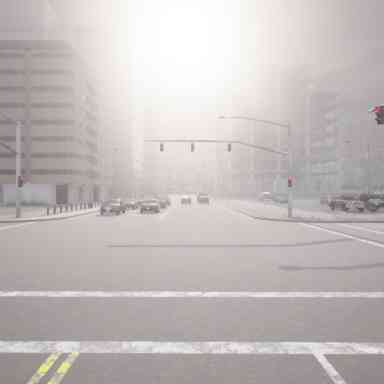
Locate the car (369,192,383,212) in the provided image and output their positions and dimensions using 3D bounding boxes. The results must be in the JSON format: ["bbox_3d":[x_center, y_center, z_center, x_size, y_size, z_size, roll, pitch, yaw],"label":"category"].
[{"bbox_3d":[19.478,1.156,35.725,1.905,1.878,3.866,0,0,0],"label":"car"}]

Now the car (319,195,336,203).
[{"bbox_3d":[27.801,1.395,68.333,1.970,1.475,3.806,0,0,0],"label":"car"}]

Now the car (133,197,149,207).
[{"bbox_3d":[-8.205,1.564,53.365,1.994,1.385,4.181,0,0,-1],"label":"car"}]

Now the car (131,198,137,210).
[{"bbox_3d":[-8.120,1.526,43.370,1.812,1.442,4.674,0,0,0],"label":"car"}]

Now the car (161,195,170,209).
[{"bbox_3d":[-4.647,1.352,45.988,2.097,1.767,4.553,0,0,-1],"label":"car"}]

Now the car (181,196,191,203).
[{"bbox_3d":[-1.241,1.542,72.660,2.033,1.411,5.357,0,0,0],"label":"car"}]

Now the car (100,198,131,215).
[{"bbox_3d":[-8.053,1.491,34.221,2.128,1.511,4.902,0,0,0],"label":"car"}]

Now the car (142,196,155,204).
[{"bbox_3d":[-8.241,1.477,63.488,1.882,1.535,5.008,0,0,0],"label":"car"}]

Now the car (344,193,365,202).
[{"bbox_3d":[33.379,1.153,68.409,1.932,1.855,4.605,0,0,0],"label":"car"}]

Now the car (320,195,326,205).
[{"bbox_3d":[22.103,1.395,53.205,1.970,1.475,3.806,0,0,0],"label":"car"}]

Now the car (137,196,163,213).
[{"bbox_3d":[-4.575,1.505,36.845,1.837,1.490,4.892,0,0,0],"label":"car"}]

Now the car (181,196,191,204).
[{"bbox_3d":[-1.087,1.491,62.925,2.128,1.511,4.902,0,0,0],"label":"car"}]

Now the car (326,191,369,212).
[{"bbox_3d":[16.583,1.153,35.766,1.932,1.855,4.605,0,0,0],"label":"car"}]

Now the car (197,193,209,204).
[{"bbox_3d":[2.299,1.477,64.641,1.882,1.535,5.008,0,0,0],"label":"car"}]

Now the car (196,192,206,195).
[{"bbox_3d":[2.219,1.051,74.446,2.150,2.045,5.566,0,0,0],"label":"car"}]

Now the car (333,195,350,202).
[{"bbox_3d":[30.696,1.364,68.346,1.784,1.438,3.905,0,0,0],"label":"car"}]
